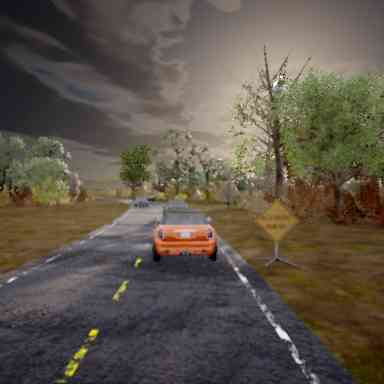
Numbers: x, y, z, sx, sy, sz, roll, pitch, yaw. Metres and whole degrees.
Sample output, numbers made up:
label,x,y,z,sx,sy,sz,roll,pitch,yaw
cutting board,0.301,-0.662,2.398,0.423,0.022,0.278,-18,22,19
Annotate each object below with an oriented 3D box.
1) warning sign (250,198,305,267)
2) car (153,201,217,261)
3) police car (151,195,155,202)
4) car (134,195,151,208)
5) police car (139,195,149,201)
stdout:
label,x,y,z,sx,sy,sz,roll,pitch,yaw
warning sign,2.460,1.130,9.683,1.300,1.860,1.060,0,0,-2
car,-0.296,1.375,12.586,2.097,1.767,4.553,0,0,-2
police car,-9.987,1.586,79.312,1.930,1.638,5.238,0,0,-15
car,-7.853,1.460,51.789,2.097,1.767,4.553,0,0,-10
police car,-12.817,1.608,88.986,1.930,1.638,5.238,0,0,-17
